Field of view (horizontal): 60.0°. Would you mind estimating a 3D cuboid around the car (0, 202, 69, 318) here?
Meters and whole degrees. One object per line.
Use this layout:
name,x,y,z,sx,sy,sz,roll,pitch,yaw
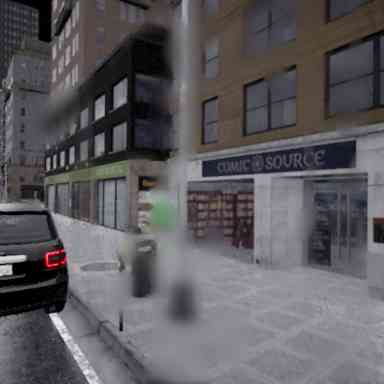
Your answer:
car,-4.198,1.218,7.025,2.150,2.045,5.566,1,0,-33
